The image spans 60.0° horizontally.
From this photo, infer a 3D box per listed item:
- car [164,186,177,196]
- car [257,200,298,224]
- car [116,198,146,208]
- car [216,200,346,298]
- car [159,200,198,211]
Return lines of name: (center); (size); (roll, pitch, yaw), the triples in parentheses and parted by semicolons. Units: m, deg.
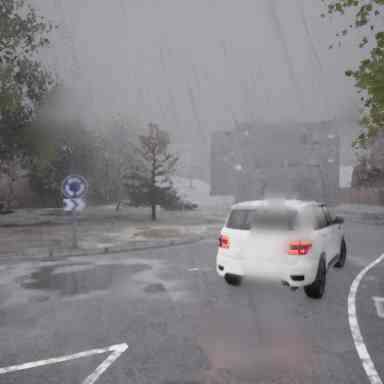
car: (-4.510, -0.337, 69.546); (2.150, 2.045, 5.566); (0, 5, 4)
car: (6.382, 1.455, 25.484); (2.128, 1.511, 4.902); (0, 0, 4)
car: (-8.493, 1.507, 46.534); (4.181, 1.385, 1.994); (0, 4, 11)
car: (2.638, 1.217, 8.888); (2.150, 2.045, 5.566); (0, 0, 31)
car: (-1.683, 1.604, 40.652); (4.718, 1.301, 1.895); (0, 0, 34)
